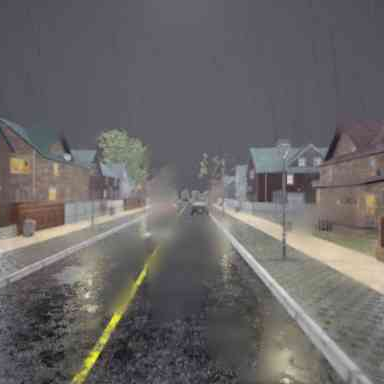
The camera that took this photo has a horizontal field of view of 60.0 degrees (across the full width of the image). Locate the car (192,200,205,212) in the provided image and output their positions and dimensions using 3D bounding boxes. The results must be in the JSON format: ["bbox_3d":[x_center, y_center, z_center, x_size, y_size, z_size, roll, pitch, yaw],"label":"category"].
[{"bbox_3d":[0.847,1.906,46.595,1.812,1.442,4.674,0,-1,0],"label":"car"}]

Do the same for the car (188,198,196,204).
[{"bbox_3d":[0.040,2.226,86.369,2.128,1.511,4.902,0,-1,0],"label":"car"}]

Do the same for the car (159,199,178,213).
[{"bbox_3d":[-2.818,1.676,40.905,2.097,1.767,4.553,0,0,0],"label":"car"}]

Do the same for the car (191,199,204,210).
[{"bbox_3d":[0.849,1.920,52.595,1.882,1.535,5.008,0,-1,0],"label":"car"}]

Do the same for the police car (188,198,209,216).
[{"bbox_3d":[0.842,1.714,36.705,1.930,1.638,5.238,0,0,0],"label":"police car"}]

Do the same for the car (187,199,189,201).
[{"bbox_3d":[0.032,2.117,70.630,2.128,1.511,4.902,0,-1,0],"label":"car"}]
